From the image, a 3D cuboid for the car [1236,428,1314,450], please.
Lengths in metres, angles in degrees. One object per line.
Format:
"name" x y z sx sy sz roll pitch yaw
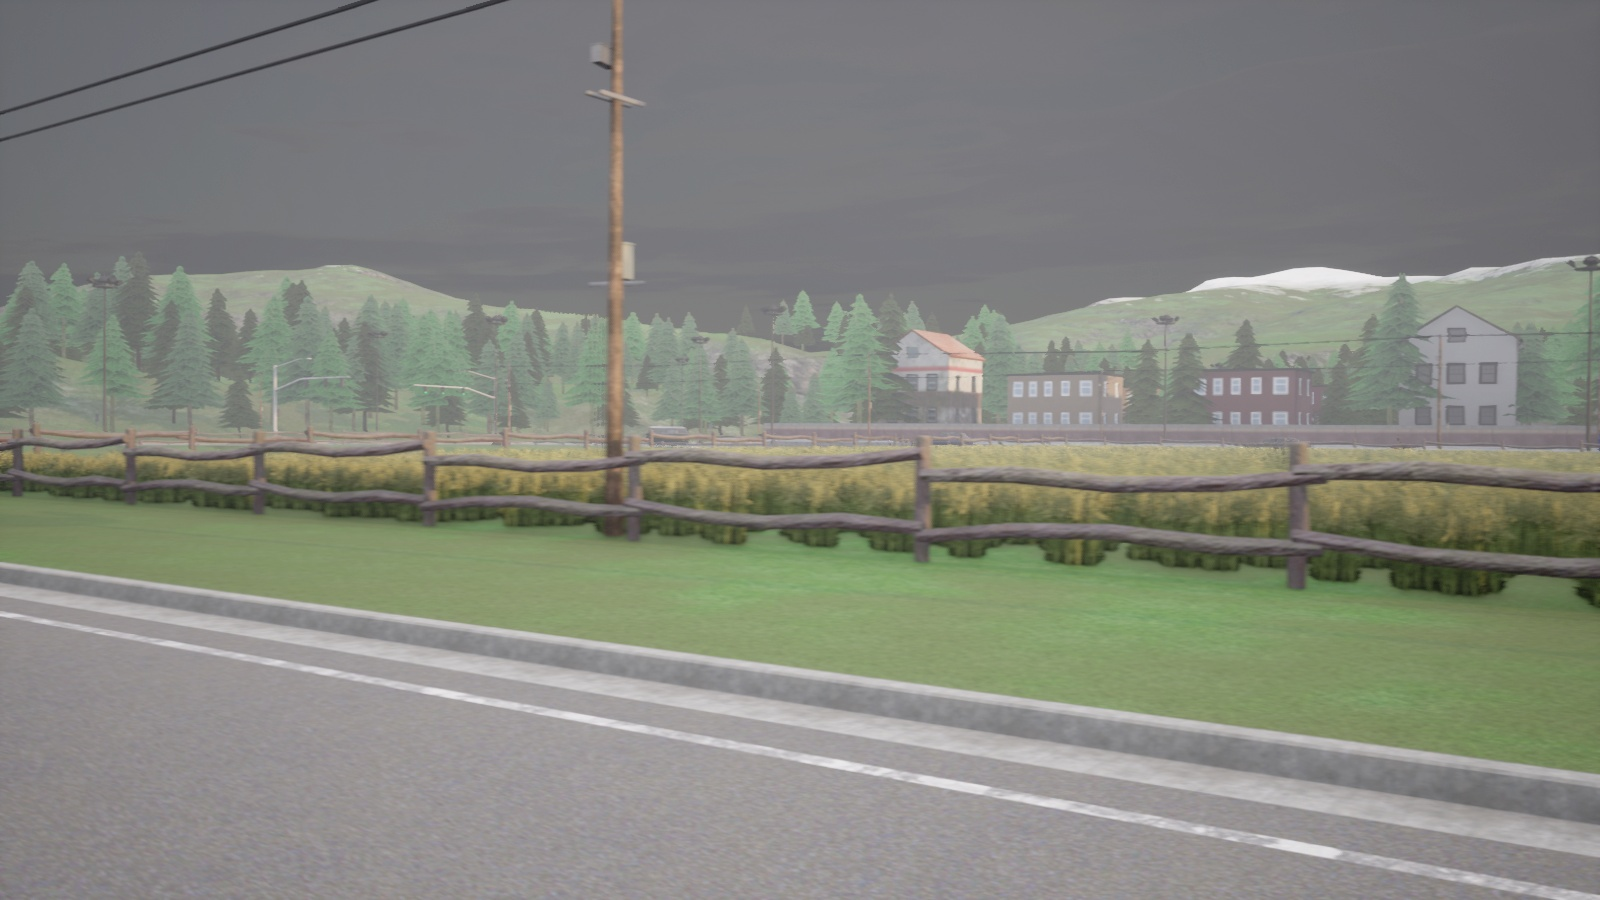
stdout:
"car" 33.619 -0.769 88.887 4.892 1.490 1.837 0 1 34
